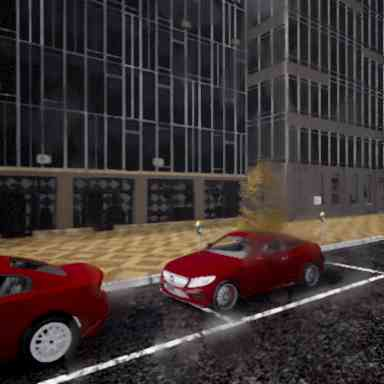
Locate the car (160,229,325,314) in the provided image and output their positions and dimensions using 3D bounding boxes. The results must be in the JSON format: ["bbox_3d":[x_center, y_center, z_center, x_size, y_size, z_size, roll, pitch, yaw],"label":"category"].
[{"bbox_3d":[1.305,1.544,7.489,4.206,1.307,1.802,0,0,-36],"label":"car"}]

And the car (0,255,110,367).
[{"bbox_3d":[-3.330,1.548,4.182,4.507,1.381,1.887,0,0,-36],"label":"car"}]
